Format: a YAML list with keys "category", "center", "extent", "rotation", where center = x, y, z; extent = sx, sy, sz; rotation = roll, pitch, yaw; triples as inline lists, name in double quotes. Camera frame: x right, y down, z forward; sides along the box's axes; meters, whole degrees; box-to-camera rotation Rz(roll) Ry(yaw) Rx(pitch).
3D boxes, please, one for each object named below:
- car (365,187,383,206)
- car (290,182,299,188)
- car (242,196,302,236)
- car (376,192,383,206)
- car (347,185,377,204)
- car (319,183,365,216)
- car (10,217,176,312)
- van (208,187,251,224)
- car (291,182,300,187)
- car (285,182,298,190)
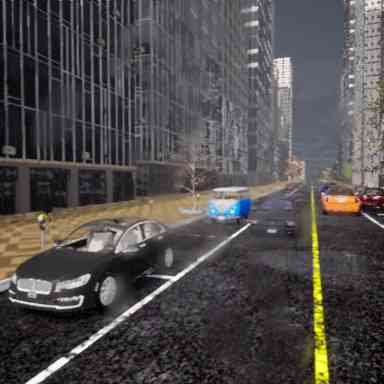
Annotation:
- category: "car"
  center: [13.870, 0.393, 25.751]
  extent: [1.967, 1.590, 4.097]
  rotation: [1, 2, 20]
- category: "car"
  center: [25.291, -1.786, 82.109]
  extent: [1.887, 1.381, 4.507]
  rotation: [1, 3, 20]
- category: "car"
  center: [3.875, 0.961, 14.818]
  extent: [2.033, 1.411, 5.357]
  rotation: [1, 2, 20]
- category: "car"
  center: [10.010, 0.935, 15.053]
  extent: [2.008, 1.369, 4.403]
  rotation: [1, 2, 20]
- category: "car"
  center: [15.800, 0.177, 31.102]
  extent: [1.967, 1.590, 4.097]
  rotation: [1, 2, 20]
- category: "car"
  center: [9.648, 0.474, 21.787]
  extent: [2.097, 1.767, 4.553]
  rotation: [1, 2, 20]
- category: "car"
  center: [-1.734, 1.275, 7.195]
  extent: [2.008, 1.369, 4.403]
  rotation: [1, 2, 20]
- category: "van"
  center: [2.127, 0.642, 17.889]
  extent: [1.690, 1.788, 3.998]
  rotation: [1, 2, 20]
- category: "car"
  center: [27.221, -1.989, 87.461]
  extent: [1.947, 1.339, 4.313]
  rotation: [1, 3, 20]
- category: "car"
  center: [19.500, -1.117, 66.057]
  extent: [1.887, 1.381, 4.507]
  rotation: [1, 2, 20]
